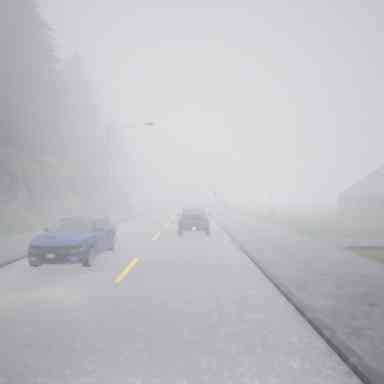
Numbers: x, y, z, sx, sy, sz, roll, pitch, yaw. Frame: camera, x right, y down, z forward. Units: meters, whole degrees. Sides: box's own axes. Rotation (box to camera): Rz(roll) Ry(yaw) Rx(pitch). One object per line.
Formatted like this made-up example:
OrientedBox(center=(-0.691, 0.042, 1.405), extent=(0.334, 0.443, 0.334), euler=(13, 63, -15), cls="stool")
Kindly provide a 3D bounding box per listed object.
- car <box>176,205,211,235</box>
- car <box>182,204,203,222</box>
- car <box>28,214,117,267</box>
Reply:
OrientedBox(center=(0.113, 1.746, 20.413), extent=(1.837, 1.490, 4.892), euler=(0, -1, 0), cls="car")
OrientedBox(center=(0.099, 1.885, 30.543), extent=(1.812, 1.442, 4.674), euler=(0, -1, 1), cls="car")
OrientedBox(center=(-4.085, 1.621, 12.137), extent=(1.882, 1.535, 5.008), euler=(0, -1, 0), cls="car")
